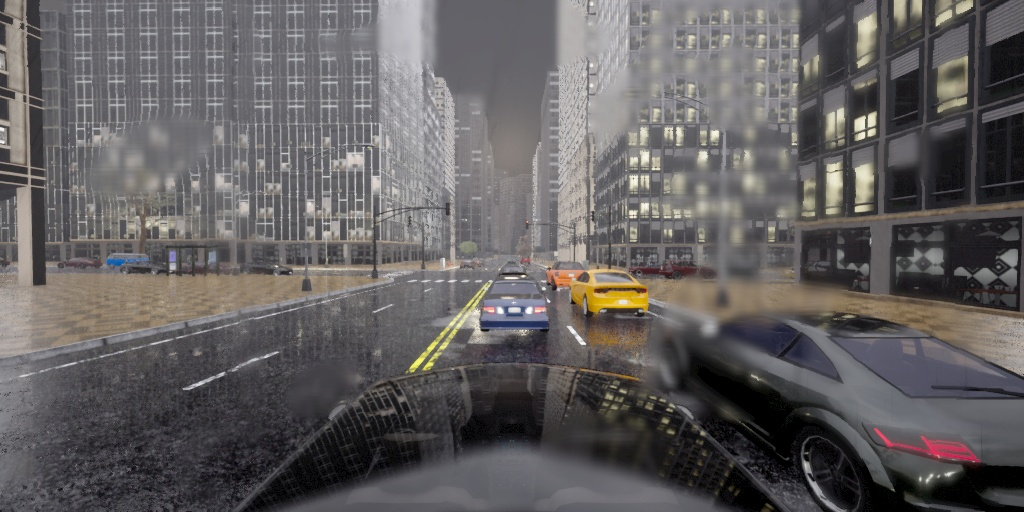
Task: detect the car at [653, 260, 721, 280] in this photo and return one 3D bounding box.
[{"bbox_3d":[16.142,1.268,32.911,5.009,1.841,2.192,0,0,1],"label":"car"}]

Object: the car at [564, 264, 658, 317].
[{"bbox_3d":[3.331,1.222,13.207,1.882,1.535,5.008,0,0,0],"label":"car"}]

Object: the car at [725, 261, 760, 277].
[{"bbox_3d":[23.914,1.280,38.565,4.553,1.767,2.097,1,1,1],"label":"car"}]

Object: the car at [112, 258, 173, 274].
[{"bbox_3d":[-34.149,1.068,33.661,4.313,1.339,1.948,0,0,1],"label":"car"}]

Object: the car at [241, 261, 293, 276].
[{"bbox_3d":[-22.784,1.172,33.374,4.313,1.339,1.948,0,0,1],"label":"car"}]

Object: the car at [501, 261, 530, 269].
[{"bbox_3d":[0.070,1.232,20.554,2.128,1.511,4.902,0,0,0],"label":"car"}]

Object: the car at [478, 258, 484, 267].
[{"bbox_3d":[-6.665,1.053,64.329,2.097,1.767,4.553,0,0,0],"label":"car"}]

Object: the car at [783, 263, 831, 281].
[{"bbox_3d":[27.591,1.577,32.733,4.829,1.417,1.751,0,0,1],"label":"car"}]

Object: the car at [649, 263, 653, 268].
[{"bbox_3d":[15.018,1.450,38.737,4.718,1.301,1.895,1,1,2],"label":"car"}]

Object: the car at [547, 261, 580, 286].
[{"bbox_3d":[3.316,1.091,22.212,2.097,1.767,4.553,0,0,0],"label":"car"}]

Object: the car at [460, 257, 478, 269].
[{"bbox_3d":[-6.679,1.277,54.328,1.994,1.385,4.181,0,0,0],"label":"car"}]

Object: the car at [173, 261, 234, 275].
[{"bbox_3d":[-28.468,1.137,33.497,4.207,1.307,1.802,0,0,1],"label":"car"}]

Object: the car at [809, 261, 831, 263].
[{"bbox_3d":[32.662,1.356,38.423,4.553,1.767,2.097,0,1,1],"label":"car"}]

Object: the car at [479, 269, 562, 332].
[{"bbox_3d":[0.086,1.294,10.802,2.033,1.411,5.357,0,0,1],"label":"car"}]

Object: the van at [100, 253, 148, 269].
[{"bbox_3d":[-45.354,0.604,42.303,3.998,1.789,1.690,0,0,1],"label":"van"}]

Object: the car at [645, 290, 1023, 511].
[{"bbox_3d":[3.341,1.313,4.122,1.994,1.385,4.181,0,0,0],"label":"car"}]

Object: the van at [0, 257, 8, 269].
[{"bbox_3d":[-51.194,0.686,34.031,3.998,1.789,1.690,0,0,1],"label":"van"}]
